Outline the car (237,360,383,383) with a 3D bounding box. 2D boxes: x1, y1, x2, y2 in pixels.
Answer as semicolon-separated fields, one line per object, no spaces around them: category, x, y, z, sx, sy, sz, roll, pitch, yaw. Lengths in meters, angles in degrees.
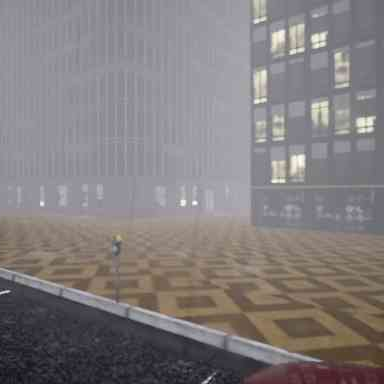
car;2.020;1.587;1.439;4.206;1.307;1.802;0;0;36
